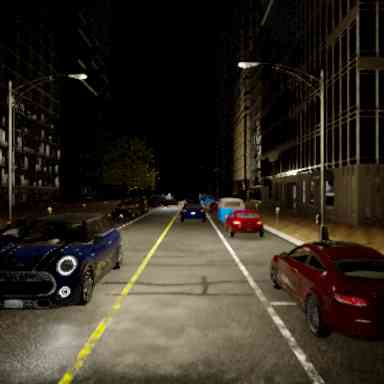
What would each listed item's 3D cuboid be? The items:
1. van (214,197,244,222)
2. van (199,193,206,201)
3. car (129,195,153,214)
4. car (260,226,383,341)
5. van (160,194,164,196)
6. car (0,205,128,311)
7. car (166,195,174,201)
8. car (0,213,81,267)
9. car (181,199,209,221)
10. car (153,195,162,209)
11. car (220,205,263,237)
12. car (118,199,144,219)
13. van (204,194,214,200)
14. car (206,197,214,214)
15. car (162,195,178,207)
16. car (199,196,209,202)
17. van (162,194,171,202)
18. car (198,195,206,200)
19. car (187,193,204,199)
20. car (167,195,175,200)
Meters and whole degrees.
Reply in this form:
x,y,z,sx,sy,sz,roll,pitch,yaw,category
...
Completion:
x,y,z,sx,sy,sz,roll,pitch,yaw,category
2.687,1.339,23.358,1.690,1.788,3.998,0,0,0,van
2.680,1.274,85.711,1.690,1.788,3.998,0,0,0,van
-5.695,1.306,34.693,2.192,1.841,5.009,0,0,0,car
2.688,1.585,6.350,1.802,1.307,4.206,0,0,0,car
-5.697,1.322,51.698,1.690,1.788,3.998,0,0,0,van
-3.102,1.355,8.033,2.097,1.767,4.553,0,0,0,car
-5.701,1.458,85.540,1.752,1.417,4.829,0,0,0,car
-5.693,1.569,12.019,1.947,1.339,4.313,0,0,0,car
0.096,1.559,27.074,1.994,1.385,4.181,0,0,0,car
-5.697,1.529,46.028,1.887,1.381,4.507,0,0,0,car
2.687,1.583,17.690,1.802,1.307,4.206,0,0,0,car
-5.694,1.560,29.025,1.947,1.339,4.313,0,0,0,car
2.683,1.322,51.698,1.690,1.788,3.998,0,0,0,van
2.685,1.536,34.694,1.887,1.381,4.507,0,0,0,car
-3.087,1.583,49.376,1.895,1.301,4.718,0,0,0,car
2.680,1.520,74.374,1.947,1.339,4.313,0,0,0,car
-5.700,1.295,74.372,1.690,1.788,3.998,0,0,0,van
2.679,1.487,91.380,1.947,1.339,4.313,0,0,0,car
0.094,1.339,42.403,2.097,1.767,4.553,0,0,0,car
-5.702,1.471,91.378,2.008,1.369,4.403,0,0,0,car
